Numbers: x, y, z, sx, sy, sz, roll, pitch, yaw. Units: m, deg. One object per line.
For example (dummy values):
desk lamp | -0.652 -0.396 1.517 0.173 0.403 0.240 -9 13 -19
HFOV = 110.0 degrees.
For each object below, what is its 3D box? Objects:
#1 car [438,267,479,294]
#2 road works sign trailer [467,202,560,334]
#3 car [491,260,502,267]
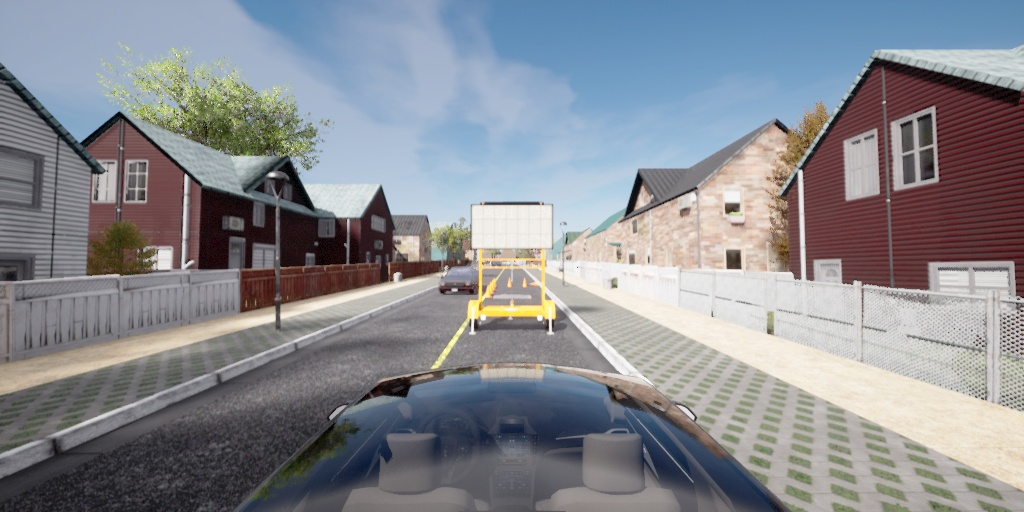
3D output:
car | -2.840 1.316 20.443 2.033 1.411 5.357 0 0 0
road works sign trailer | 0.002 0.216 10.565 2.380 3.560 2.880 0 0 1
car | -2.770 1.513 63.741 1.837 1.490 4.892 0 0 1
